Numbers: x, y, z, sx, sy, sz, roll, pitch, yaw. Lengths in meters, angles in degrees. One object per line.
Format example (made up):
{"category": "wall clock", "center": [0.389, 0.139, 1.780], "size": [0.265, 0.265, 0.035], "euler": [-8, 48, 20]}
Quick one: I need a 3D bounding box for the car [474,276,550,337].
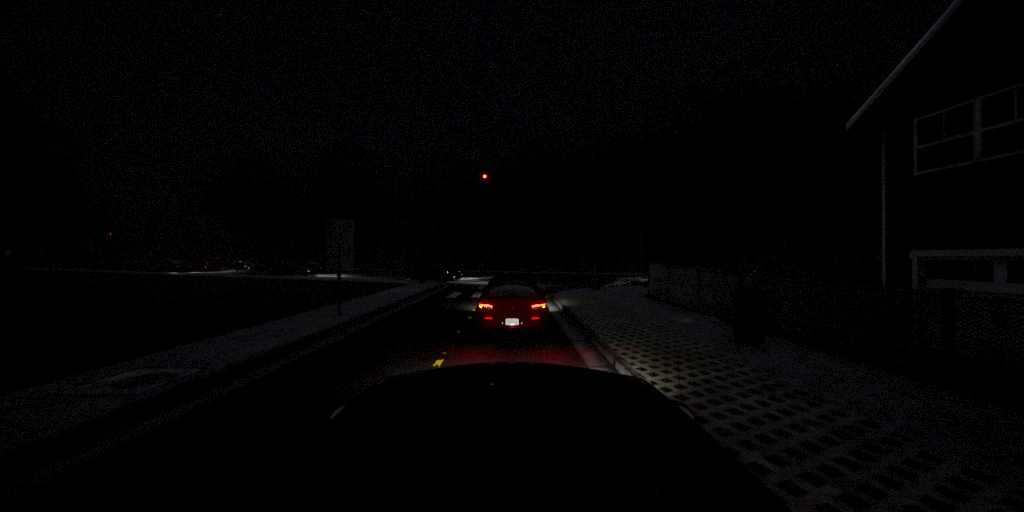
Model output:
{"category": "car", "center": [0.006, 1.276, 10.166], "size": [1.812, 1.442, 4.674], "euler": [0, 0, 0]}

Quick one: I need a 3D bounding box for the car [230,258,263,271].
{"category": "car", "center": [-36.423, 1.357, 49.801], "size": [4.181, 1.385, 1.994], "euler": [0, 0, 24]}

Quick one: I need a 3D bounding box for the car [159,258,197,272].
{"category": "car", "center": [-42.529, 1.297, 45.292], "size": [4.674, 1.442, 1.812], "euler": [0, 0, 24]}

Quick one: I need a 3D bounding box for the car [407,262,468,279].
{"category": "car", "center": [-6.941, 1.298, 33.379], "size": [5.357, 1.411, 2.033], "euler": [0, 0, 23]}

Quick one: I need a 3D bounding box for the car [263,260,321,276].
{"category": "car", "center": [-22.382, 1.248, 36.503], "size": [4.902, 1.511, 2.128], "euler": [0, 0, 23]}

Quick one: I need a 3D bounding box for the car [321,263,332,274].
{"category": "car", "center": [-22.352, 1.247, 40.031], "size": [5.008, 1.535, 1.882], "euler": [0, 0, 23]}

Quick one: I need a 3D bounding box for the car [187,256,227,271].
{"category": "car", "center": [-41.869, 1.000, 48.554], "size": [5.566, 2.045, 2.150], "euler": [0, 0, 23]}

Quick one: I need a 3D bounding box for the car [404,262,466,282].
{"category": "car", "center": [-6.440, 1.337, 29.146], "size": [4.718, 1.301, 1.895], "euler": [0, 0, 29]}
